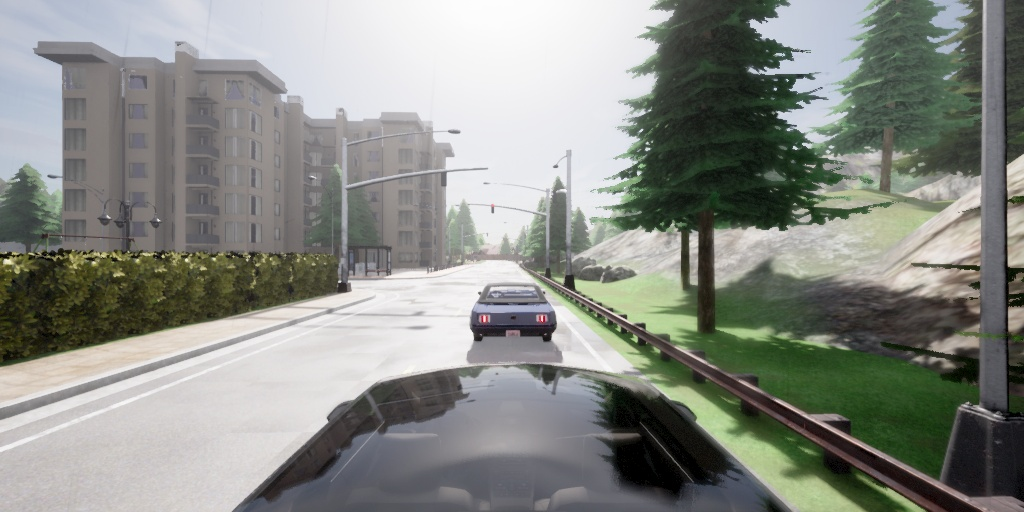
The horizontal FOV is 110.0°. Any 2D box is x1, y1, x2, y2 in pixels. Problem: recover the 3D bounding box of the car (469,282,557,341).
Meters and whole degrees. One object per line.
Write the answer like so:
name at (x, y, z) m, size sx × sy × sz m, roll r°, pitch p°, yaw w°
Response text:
car at (-0.004, 1.351, 9.782) m, size 1.895 × 1.301 × 4.718 m, roll 0°, pitch 0°, yaw -1°
